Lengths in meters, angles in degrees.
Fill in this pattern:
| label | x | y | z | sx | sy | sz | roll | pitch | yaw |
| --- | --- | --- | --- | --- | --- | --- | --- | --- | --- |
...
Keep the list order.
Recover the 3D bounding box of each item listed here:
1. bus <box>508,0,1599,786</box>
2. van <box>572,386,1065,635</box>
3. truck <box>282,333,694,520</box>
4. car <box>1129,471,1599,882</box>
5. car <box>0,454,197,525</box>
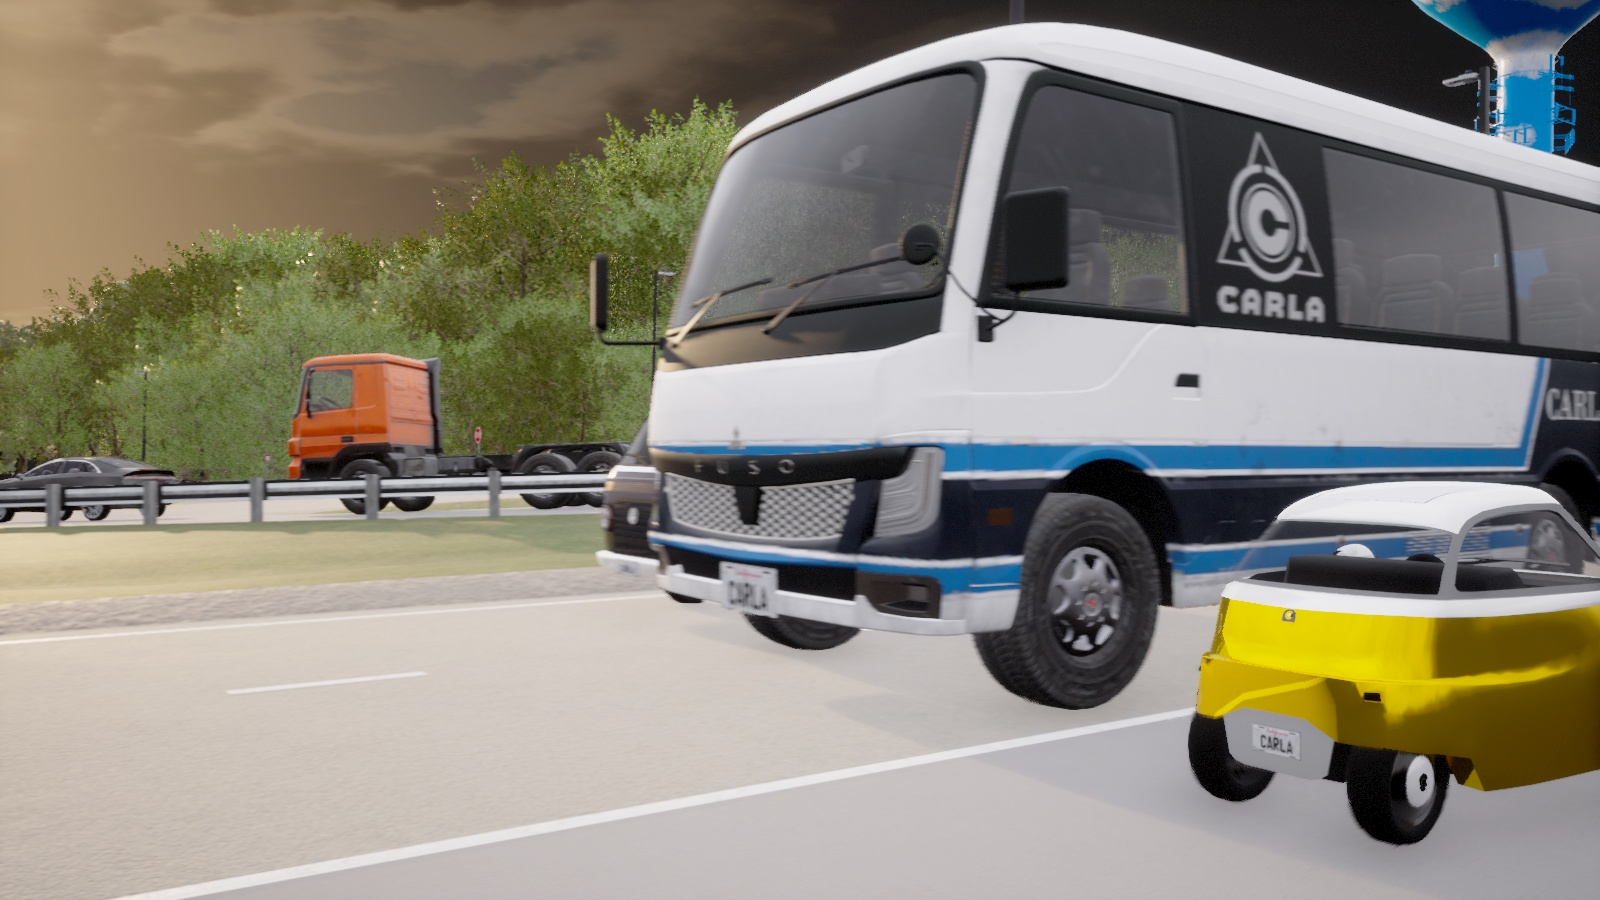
| label | x | y | z | sx | sy | sz | roll | pitch | yaw |
| --- | --- | --- | --- | --- | --- | --- | --- | --- | --- |
| bus | 3.278 | -0.615 | 10.209 | 10.273 | 4.253 | 3.944 | 0 | 0 | -35 |
| van | 0.268 | 0.494 | 12.374 | 4.480 | 2.038 | 2.069 | 0 | 0 | -35 |
| truck | -6.514 | -0.416 | 26.844 | 7.936 | 3.462 | 2.891 | -2 | -1 | 6 |
| car | 2.796 | 0.808 | 5.604 | 2.207 | 1.376 | 1.481 | 0 | 0 | -35 |
| car | -17.051 | 0.967 | 29.689 | 4.902 | 1.511 | 2.128 | -2 | -2 | 18 |
